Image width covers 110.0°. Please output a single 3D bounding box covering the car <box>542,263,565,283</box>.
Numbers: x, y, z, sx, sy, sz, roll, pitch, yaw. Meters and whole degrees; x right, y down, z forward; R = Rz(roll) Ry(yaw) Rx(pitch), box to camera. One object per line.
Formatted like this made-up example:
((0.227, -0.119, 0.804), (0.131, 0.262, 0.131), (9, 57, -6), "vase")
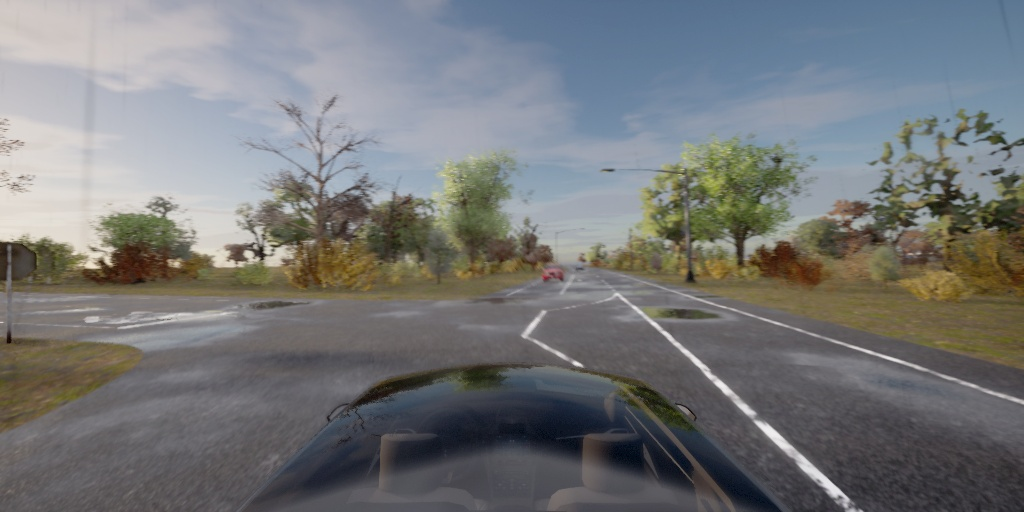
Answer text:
((4.677, 1.852, 40.012), (2.150, 2.045, 5.566), (-2, -2, 11), "car")
